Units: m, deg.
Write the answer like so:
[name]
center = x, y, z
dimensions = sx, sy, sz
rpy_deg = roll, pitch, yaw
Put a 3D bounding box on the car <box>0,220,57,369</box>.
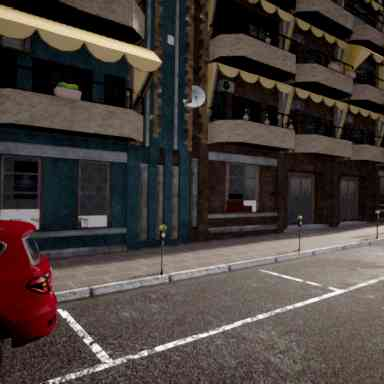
[car]
center = -4.122, 1.315, 3.595
dimensions = 5.009, 1.841, 2.192
rpy_deg = 0, 1, -36
